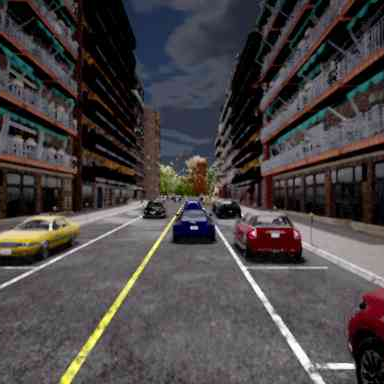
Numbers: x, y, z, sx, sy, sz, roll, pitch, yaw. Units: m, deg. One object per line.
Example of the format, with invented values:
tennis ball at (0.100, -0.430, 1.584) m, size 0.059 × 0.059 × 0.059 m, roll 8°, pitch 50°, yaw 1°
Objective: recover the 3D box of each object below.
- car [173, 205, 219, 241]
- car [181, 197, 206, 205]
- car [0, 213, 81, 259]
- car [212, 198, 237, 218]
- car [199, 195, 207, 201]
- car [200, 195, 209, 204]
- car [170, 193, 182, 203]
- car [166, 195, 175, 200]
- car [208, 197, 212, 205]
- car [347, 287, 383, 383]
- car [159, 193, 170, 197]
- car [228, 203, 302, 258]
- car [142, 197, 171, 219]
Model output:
car at (0.097, 1.544, 16.669) m, size 1.994 × 1.385 × 4.181 m, roll 0°, pitch 0°, yaw 0°
car at (0.098, 1.489, 32.681) m, size 1.812 × 1.442 × 4.674 m, roll 0°, pitch 0°, yaw 0°
car at (-5.680, 1.511, 12.575) m, size 1.752 × 1.417 × 4.829 m, roll 1°, pitch 0°, yaw 0°
car at (3.140, 1.444, 29.405) m, size 1.882 × 1.535 × 5.008 m, roll 0°, pitch 0°, yaw 0°
car at (2.838, 1.439, 85.265) m, size 1.752 × 1.417 × 4.829 m, roll 1°, pitch 0°, yaw 0°
car at (2.709, 1.464, 57.425) m, size 1.752 × 1.417 × 4.829 m, roll 1°, pitch 0°, yaw 0°
car at (-2.999, 1.450, 70.350) m, size 2.128 × 1.511 × 4.902 m, roll 0°, pitch 0°, yaw 0°
car at (-5.810, 1.460, 90.696) m, size 2.008 × 1.369 × 4.403 m, roll 1°, pitch 0°, yaw 0°
car at (3.140, 1.437, 36.406) m, size 1.882 × 1.535 × 5.008 m, roll 0°, pitch 0°, yaw 0°
car at (2.703, 1.313, 1.574) m, size 2.192 × 1.841 × 5.009 m, roll 1°, pitch 0°, yaw 0°
car at (-5.697, 1.374, 62.855) m, size 1.967 × 1.590 × 4.097 m, roll 1°, pitch 0°, yaw 0°
car at (2.701, 1.425, 12.711) m, size 1.967 × 1.590 × 4.097 m, roll 1°, pitch 0°, yaw 0°
car at (-3.099, 1.472, 28.851) m, size 1.837 × 1.490 × 4.892 m, roll 0°, pitch 0°, yaw 0°
